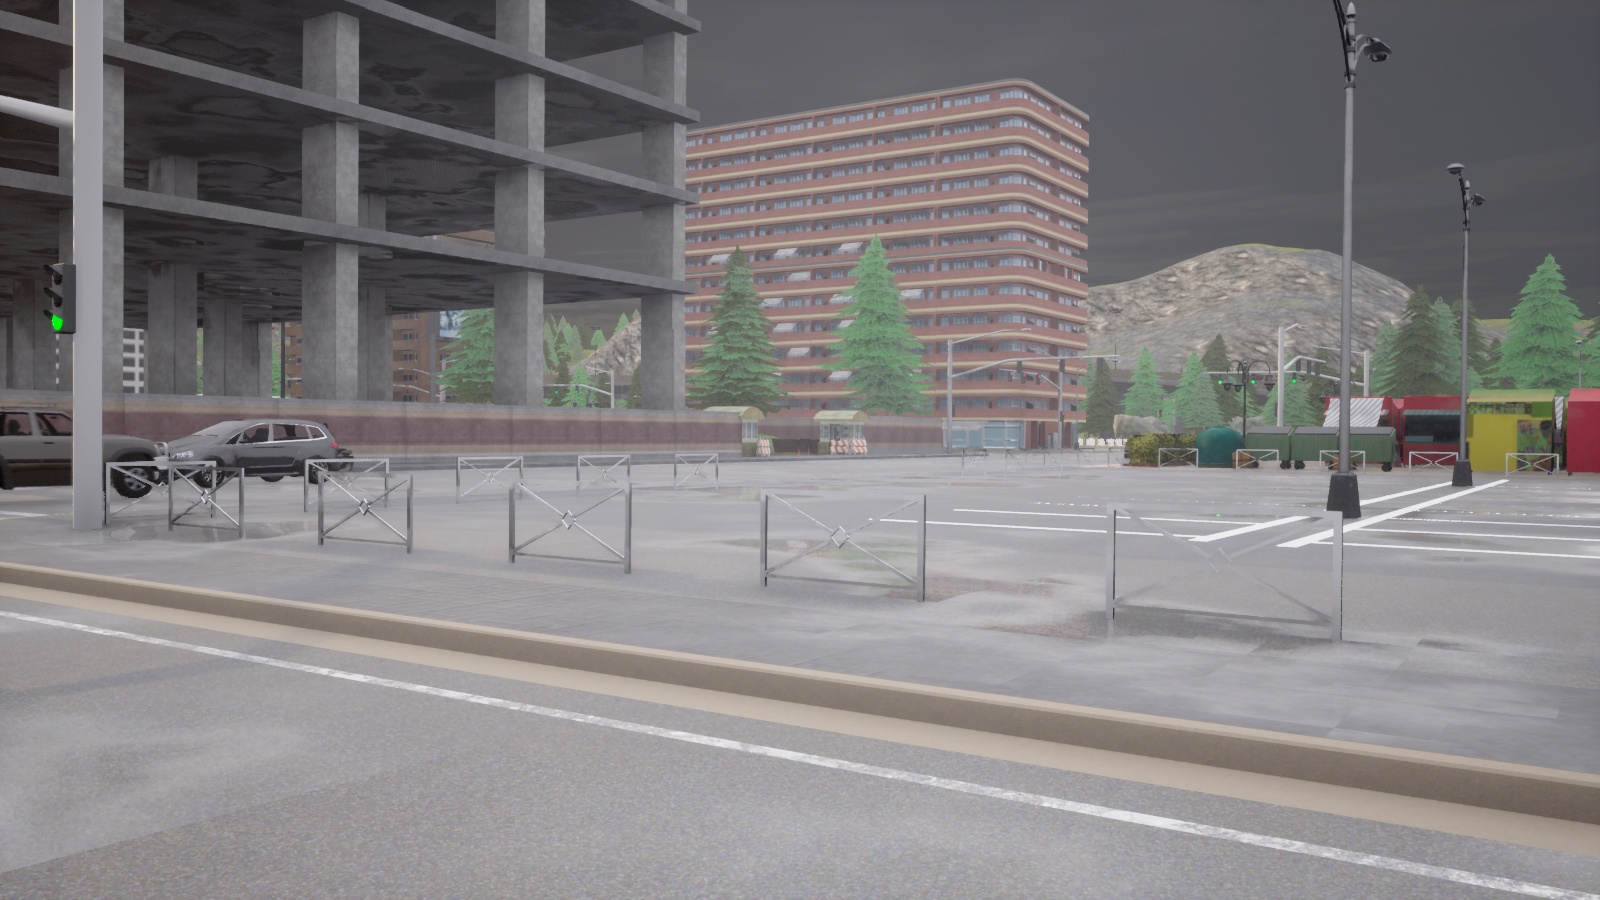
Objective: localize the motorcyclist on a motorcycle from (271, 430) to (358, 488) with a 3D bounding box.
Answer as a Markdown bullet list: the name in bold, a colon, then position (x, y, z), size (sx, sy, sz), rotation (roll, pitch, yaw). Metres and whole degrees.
- **motorcyclist on a motorcycle**: position (-14.274, 0.250, 37.010), size (0.766, 1.649, 2.350), rotation (0, 1, 33)

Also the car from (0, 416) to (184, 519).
- **car**: position (-14.503, 0.297, 23.928), size (1.932, 1.855, 4.605), rotation (0, 1, 33)

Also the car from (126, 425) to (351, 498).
- **car**: position (-13.865, 0.219, 31.270), size (2.242, 1.667, 4.611), rotation (0, 1, 33)
